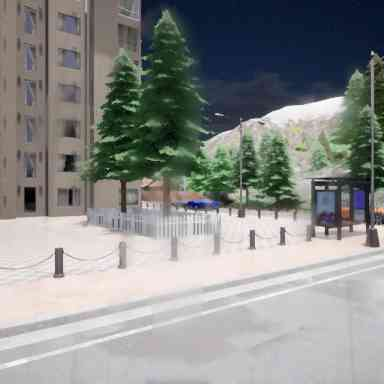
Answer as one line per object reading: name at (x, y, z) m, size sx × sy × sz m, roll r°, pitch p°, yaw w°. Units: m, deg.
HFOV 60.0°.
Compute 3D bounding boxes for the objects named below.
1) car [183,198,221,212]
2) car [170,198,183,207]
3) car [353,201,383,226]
car at (1.430, 1.493, 39.761) m, size 1.882 × 1.535 × 5.008 m, roll 0°, pitch 0°, yaw -35°
car at (-1.337, 1.616, 49.961) m, size 1.895 × 1.301 × 4.718 m, roll 0°, pitch 0°, yaw -35°
car at (12.455, 1.367, 23.925) m, size 2.097 × 1.767 × 4.553 m, roll 0°, pitch 0°, yaw -35°
